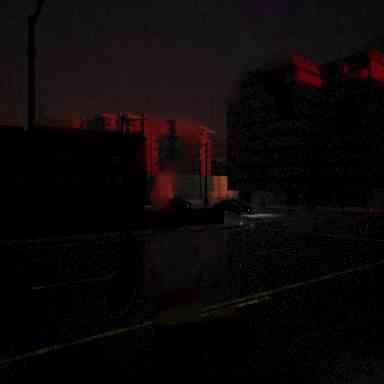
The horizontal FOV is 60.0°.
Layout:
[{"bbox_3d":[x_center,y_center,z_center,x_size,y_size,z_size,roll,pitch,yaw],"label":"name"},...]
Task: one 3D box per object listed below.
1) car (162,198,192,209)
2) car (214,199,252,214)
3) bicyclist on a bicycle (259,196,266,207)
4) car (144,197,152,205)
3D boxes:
[{"bbox_3d":[-1.968,1.491,43.018,2.128,1.511,4.902,0,0,-37],"label":"car"},{"bbox_3d":[4.208,1.526,34.961,1.812,1.442,4.674,0,0,-37],"label":"car"},{"bbox_3d":[9.718,1.303,45.827,1.656,1.620,0.582,0,0,-37],"label":"bicyclist on a bicycle"},{"bbox_3d":[-9.042,1.601,58.320,1.895,1.301,4.718,0,0,-38],"label":"car"}]
